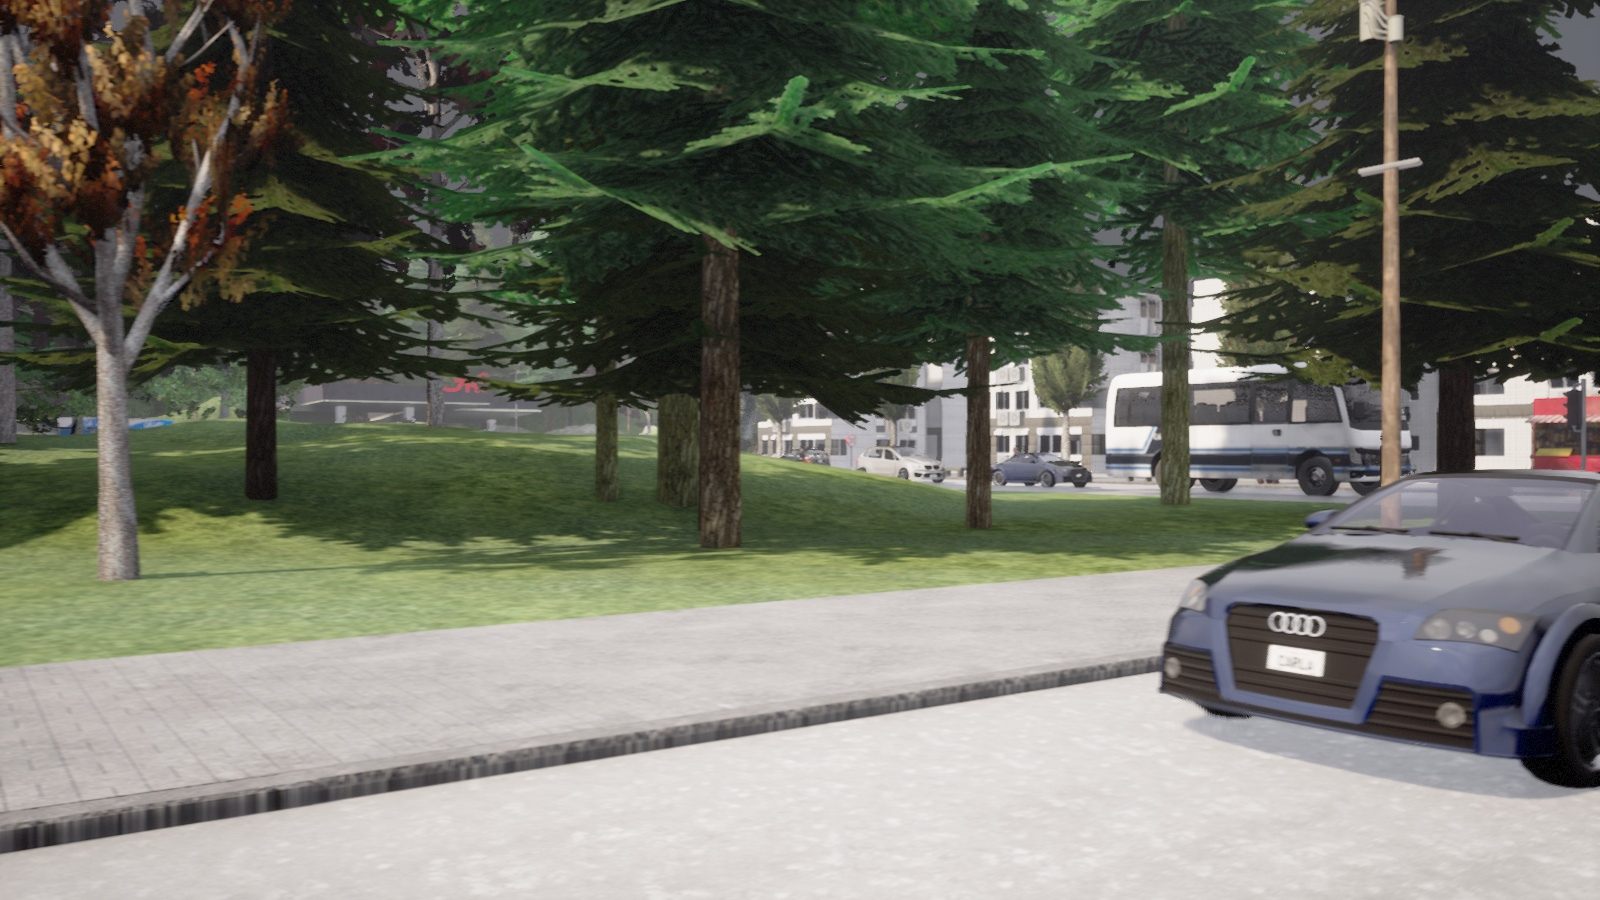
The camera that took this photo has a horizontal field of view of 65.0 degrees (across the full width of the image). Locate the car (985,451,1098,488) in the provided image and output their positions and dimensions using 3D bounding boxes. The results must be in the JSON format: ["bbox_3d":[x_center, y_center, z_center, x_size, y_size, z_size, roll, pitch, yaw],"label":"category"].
[{"bbox_3d":[9.492,0.743,49.595,1.994,1.385,4.181,0,0,-35],"label":"car"}]

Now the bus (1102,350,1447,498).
[{"bbox_3d":[15.226,-0.729,41.466,3.944,4.253,10.273,0,0,-33],"label":"bus"}]

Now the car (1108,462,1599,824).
[{"bbox_3d":[3.903,0.785,6.994,4.181,1.385,1.994,0,0,-35],"label":"car"}]

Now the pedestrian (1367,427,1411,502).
[{"bbox_3d":[15.033,0.360,32.043,0.563,1.883,0.849,0,0,-41],"label":"pedestrian"}]

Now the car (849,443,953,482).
[{"bbox_3d":[4.515,0.552,56.749,2.242,1.667,4.611,0,0,-35],"label":"car"}]

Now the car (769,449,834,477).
[{"bbox_3d":[0.064,0.710,70.142,1.789,1.549,3.705,0,0,-35],"label":"car"}]
